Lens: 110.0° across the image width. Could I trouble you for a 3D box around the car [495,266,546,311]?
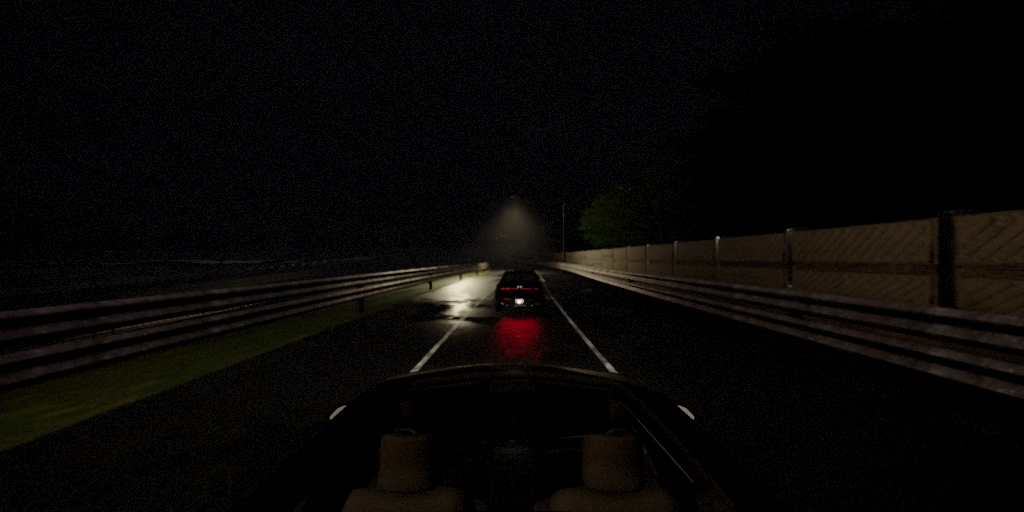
[{"bbox_3d":[0.337,1.355,15.003,1.837,1.490,4.892,0,-1,2],"label":"car"}]
